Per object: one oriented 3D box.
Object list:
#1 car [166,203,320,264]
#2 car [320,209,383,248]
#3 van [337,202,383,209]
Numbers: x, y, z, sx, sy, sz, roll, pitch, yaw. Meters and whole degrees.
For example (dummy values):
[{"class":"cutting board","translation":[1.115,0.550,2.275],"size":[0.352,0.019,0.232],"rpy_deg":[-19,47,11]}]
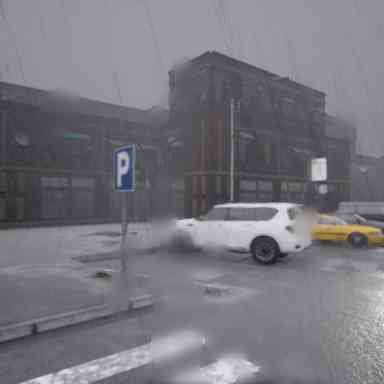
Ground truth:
[{"class":"car","translation":[1.649,1.437,12.807],"size":[5.566,2.045,2.435],"rpy_deg":[-1,-1,31]},{"class":"car","translation":[6.505,1.763,16.487],"size":[5.366,1.575,1.946],"rpy_deg":[-1,-2,31]},{"class":"van","translation":[10.911,1.626,20.422],"size":[4.442,1.987,1.878],"rpy_deg":[-1,-1,31]}]
